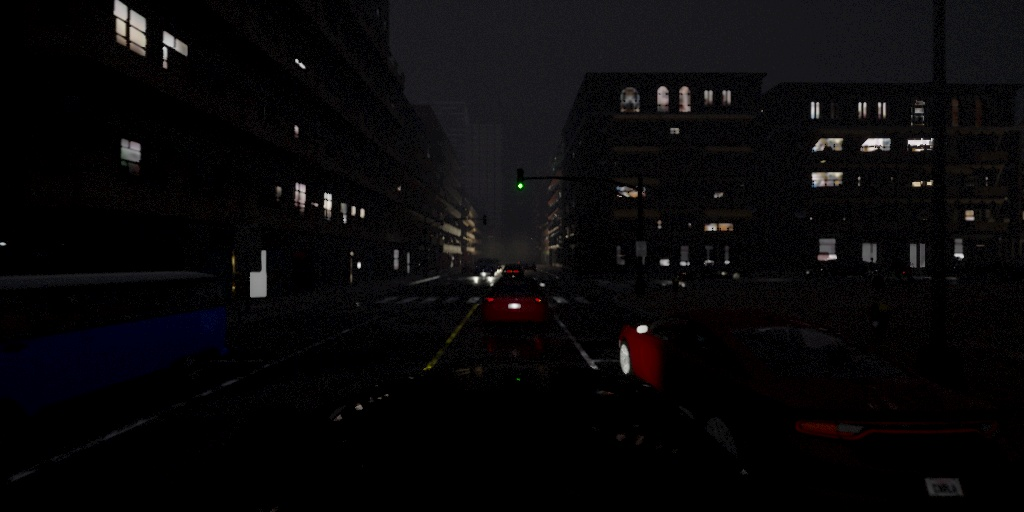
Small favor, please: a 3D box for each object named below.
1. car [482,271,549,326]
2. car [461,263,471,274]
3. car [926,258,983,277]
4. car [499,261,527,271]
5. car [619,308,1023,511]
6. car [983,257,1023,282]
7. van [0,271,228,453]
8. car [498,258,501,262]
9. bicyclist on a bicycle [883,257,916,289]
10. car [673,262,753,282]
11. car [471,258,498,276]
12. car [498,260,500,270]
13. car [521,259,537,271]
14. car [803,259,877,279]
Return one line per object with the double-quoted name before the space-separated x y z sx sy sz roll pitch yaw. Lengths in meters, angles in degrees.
"car" 0.163 1.375 11.929 1.994 1.385 4.181 0 -1 3
"car" -5.748 1.597 47.918 2.007 1.370 4.403 0 0 0
"car" 35.506 0.914 27.769 4.718 1.301 1.895 -1 0 -1
"car" 0.064 1.441 31.514 1.837 1.490 4.892 0 0 0
"car" 2.686 1.312 4.453 1.888 1.381 4.507 0 0 0
"car" 32.453 0.924 21.941 4.403 1.370 2.007 0 0 -1
"van" -5.695 1.108 4.443 1.690 1.789 3.998 0 0 0
"car" -3.079 1.370 62.565 2.150 2.045 5.566 0 0 1
"bicyclist on a bicycle" 20.224 0.872 18.803 0.582 1.620 1.656 -1 0 -1
"car" 15.318 1.177 27.468 5.357 1.411 2.033 -1 0 -1
"car" -3.135 1.227 41.934 2.150 2.045 5.566 0 0 0
"car" -3.142 1.601 52.052 1.812 1.442 4.674 0 0 0
"car" 2.625 1.524 53.451 1.967 1.591 4.097 0 0 0
"car" 25.214 0.965 27.617 4.902 1.511 2.128 -1 0 -1
